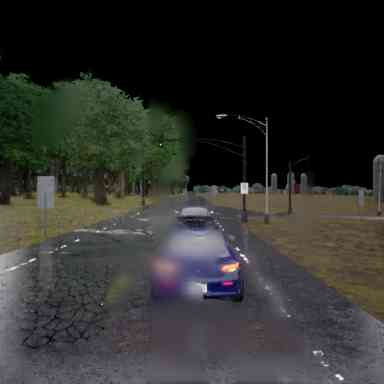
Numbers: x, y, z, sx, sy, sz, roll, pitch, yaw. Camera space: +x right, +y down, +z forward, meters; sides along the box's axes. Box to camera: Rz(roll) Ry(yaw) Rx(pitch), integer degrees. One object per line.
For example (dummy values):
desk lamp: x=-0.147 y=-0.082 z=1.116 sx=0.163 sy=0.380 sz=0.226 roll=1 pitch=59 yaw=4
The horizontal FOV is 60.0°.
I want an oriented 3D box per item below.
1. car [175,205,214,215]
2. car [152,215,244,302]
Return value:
car: x=0.132 y=1.432 z=17.403 sx=1.882 sy=1.535 sz=5.008 roll=0 pitch=0 yaw=0
car: x=0.119 y=1.516 z=8.124 sx=1.812 sy=1.442 sz=4.674 roll=0 pitch=0 yaw=0
